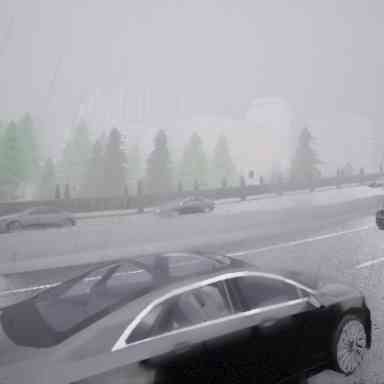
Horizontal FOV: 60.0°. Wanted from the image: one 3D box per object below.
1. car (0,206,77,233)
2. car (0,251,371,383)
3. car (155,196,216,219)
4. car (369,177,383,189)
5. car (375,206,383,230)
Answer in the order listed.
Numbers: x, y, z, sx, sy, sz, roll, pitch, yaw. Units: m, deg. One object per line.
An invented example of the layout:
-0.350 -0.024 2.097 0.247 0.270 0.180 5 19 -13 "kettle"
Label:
-8.848 1.521 19.052 4.181 1.385 1.994 -1 1 -35 "car"
0.198 1.477 3.881 4.902 1.511 2.128 -1 0 -35 "car"
-0.481 1.107 24.981 4.902 1.511 2.128 -4 2 -35 "car"
25.130 -1.265 43.181 5.357 1.411 2.033 -6 3 -35 "car"
10.368 0.926 15.386 4.892 1.490 1.837 -5 3 -35 "car"
